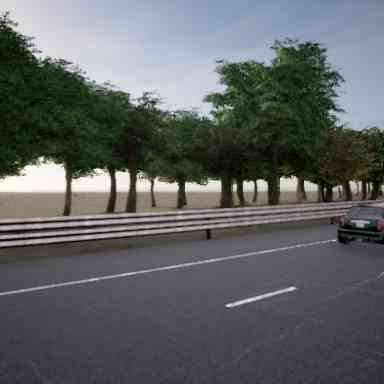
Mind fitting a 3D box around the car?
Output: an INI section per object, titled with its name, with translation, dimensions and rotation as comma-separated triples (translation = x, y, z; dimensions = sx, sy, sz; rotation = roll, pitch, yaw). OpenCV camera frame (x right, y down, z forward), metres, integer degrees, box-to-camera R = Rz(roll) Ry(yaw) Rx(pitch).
[car]
translation = 8.091, 1.246, 13.809
dimensions = 4.553, 1.767, 2.097
rotation = -1, 0, -36
